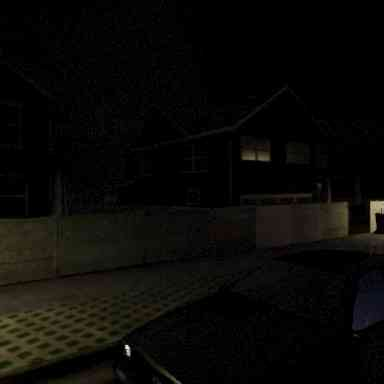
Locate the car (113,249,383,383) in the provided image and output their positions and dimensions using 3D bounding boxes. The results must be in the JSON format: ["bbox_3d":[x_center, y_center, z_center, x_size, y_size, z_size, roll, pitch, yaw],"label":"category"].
[{"bbox_3d":[1.801,1.535,4.357,5.357,1.411,2.033,0,0,-36],"label":"car"}]
